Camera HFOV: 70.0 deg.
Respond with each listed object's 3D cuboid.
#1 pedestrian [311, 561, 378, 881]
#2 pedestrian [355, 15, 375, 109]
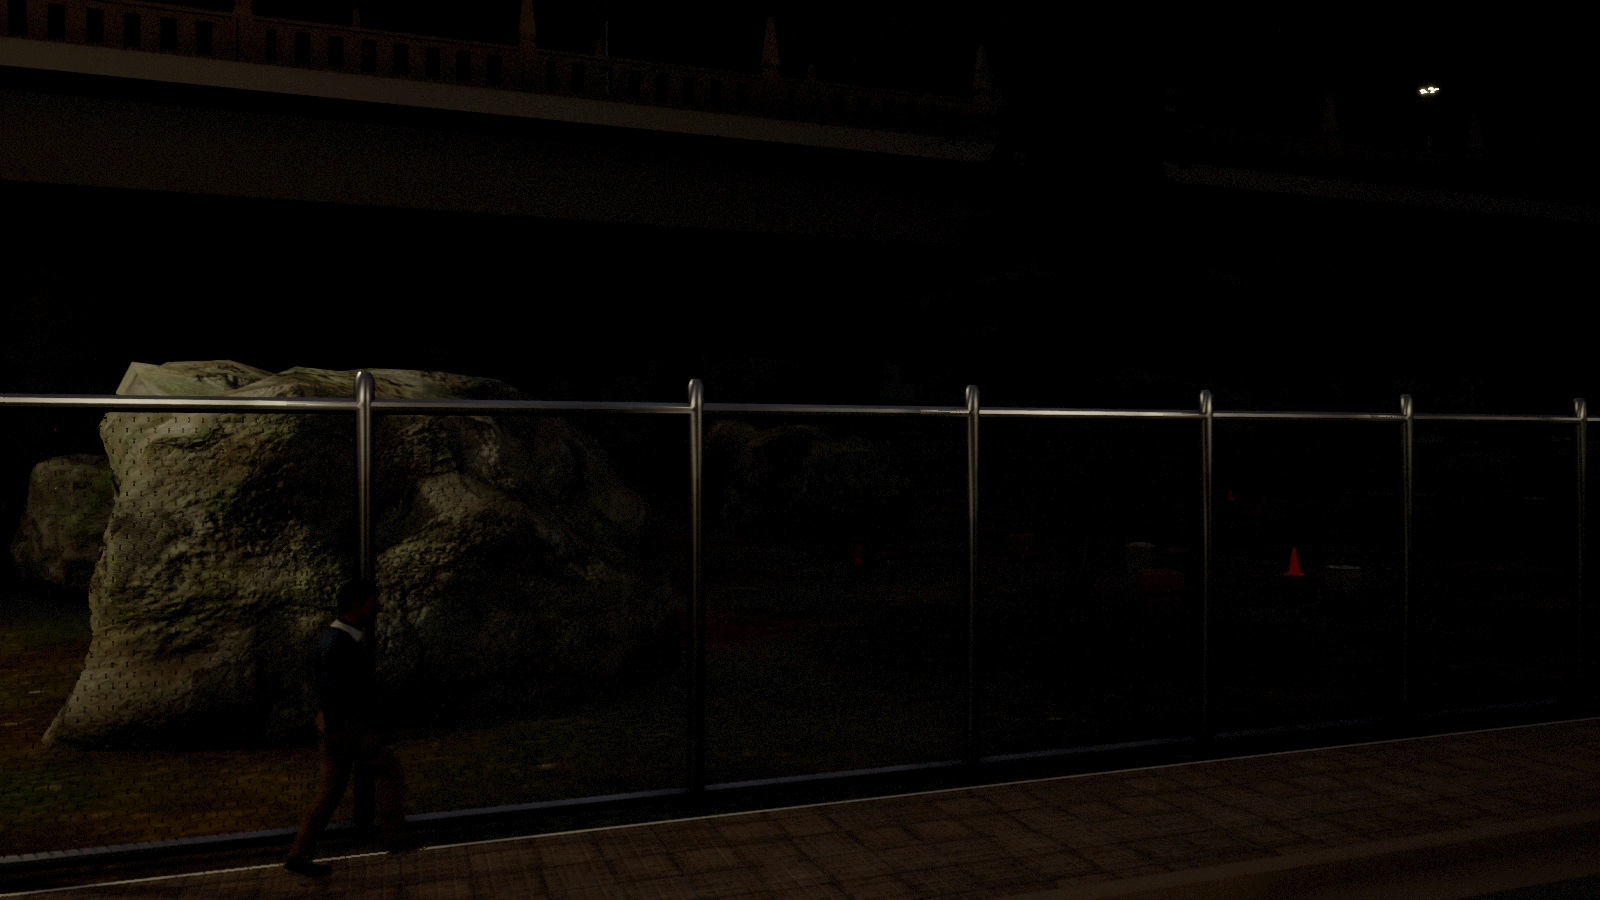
[{"bbox_3d":[-2.813,1.643,7.064,0.375,1.860,0.375,0,0,-22],"label":"pedestrian"},{"bbox_3d":[-9.314,-8.303,24.467,0.375,1.860,0.375,0,0,-20],"label":"pedestrian"}]
